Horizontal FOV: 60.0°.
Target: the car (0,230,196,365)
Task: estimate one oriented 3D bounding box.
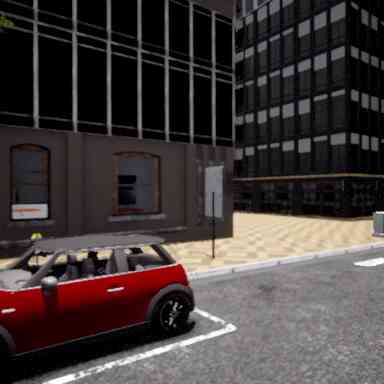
[{"bbox_3d":[-2.019,1.455,5.134,4.097,1.590,1.967,1,-1,-35],"label":"car"}]
